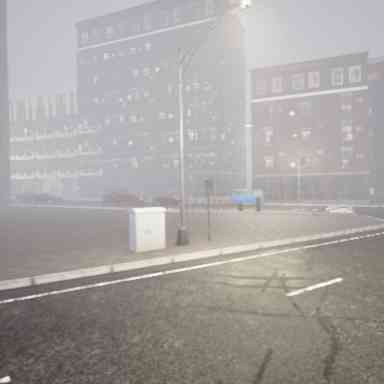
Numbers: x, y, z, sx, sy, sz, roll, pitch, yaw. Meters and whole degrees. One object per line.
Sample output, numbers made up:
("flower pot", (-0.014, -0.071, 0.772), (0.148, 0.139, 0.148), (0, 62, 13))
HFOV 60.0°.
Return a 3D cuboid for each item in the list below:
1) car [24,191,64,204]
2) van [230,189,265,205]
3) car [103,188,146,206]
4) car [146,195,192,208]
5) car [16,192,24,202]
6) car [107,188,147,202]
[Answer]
("car", (-17.587, 0.739, 40.314), (4.507, 1.381, 1.887), (1, 0, 24))
("van", (6.516, 0.591, 38.974), (3.998, 1.788, 1.690), (1, 0, 24))
("car", (-7.249, 0.611, 35.821), (5.009, 1.841, 2.192), (1, 0, 24))
("car", (-2.086, 0.927, 33.576), (4.206, 1.307, 1.802), (1, 0, 24))
("car", (-21.617, 0.623, 44.934), (4.674, 1.442, 1.812), (1, 1, 24))
("car", (-8.980, 0.417, 45.709), (5.009, 1.841, 2.192), (1, 0, 24))
